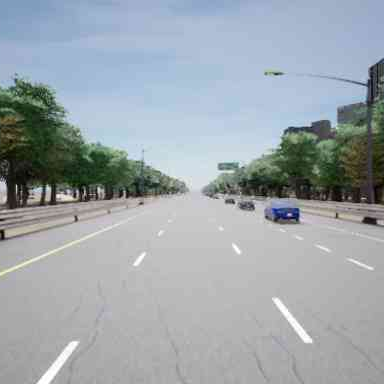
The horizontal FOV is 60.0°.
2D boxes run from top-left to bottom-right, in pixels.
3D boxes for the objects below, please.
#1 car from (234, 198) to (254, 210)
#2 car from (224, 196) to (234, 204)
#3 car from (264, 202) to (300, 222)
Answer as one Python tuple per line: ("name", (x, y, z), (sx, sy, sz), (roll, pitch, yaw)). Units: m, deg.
("car", (7.113, 1.568, 44.220), (1.812, 1.442, 4.674), (0, 0, 0))
("car", (7.236, 1.580, 64.279), (1.812, 1.442, 4.674), (0, 0, 0))
("car", (7.042, 1.512, 26.440), (1.882, 1.535, 5.008), (0, 0, 0))
